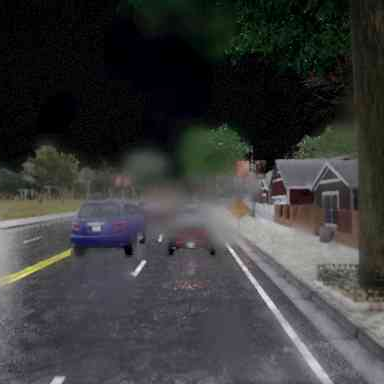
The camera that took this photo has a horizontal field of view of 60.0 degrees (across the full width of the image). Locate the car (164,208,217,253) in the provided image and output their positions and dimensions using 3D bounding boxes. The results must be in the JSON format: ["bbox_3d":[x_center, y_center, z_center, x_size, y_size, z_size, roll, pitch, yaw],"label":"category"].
[{"bbox_3d":[-0.002,1.666,14.322,1.837,1.490,4.892,0,0,0],"label":"car"}]

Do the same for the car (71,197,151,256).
[{"bbox_3d":[-3.254,1.372,14.040,2.150,2.045,5.566,0,-1,0],"label":"car"}]

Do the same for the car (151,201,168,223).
[{"bbox_3d":[-3.256,1.827,29.491,1.882,1.535,5.008,0,0,0],"label":"car"}]

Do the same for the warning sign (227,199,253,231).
[{"bbox_3d":[2.823,1.338,19.693,1.300,1.860,1.060,-1,-2,0],"label":"warning sign"}]

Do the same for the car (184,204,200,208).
[{"bbox_3d":[-0.007,1.855,29.304,1.837,1.490,4.892,0,0,0],"label":"car"}]
